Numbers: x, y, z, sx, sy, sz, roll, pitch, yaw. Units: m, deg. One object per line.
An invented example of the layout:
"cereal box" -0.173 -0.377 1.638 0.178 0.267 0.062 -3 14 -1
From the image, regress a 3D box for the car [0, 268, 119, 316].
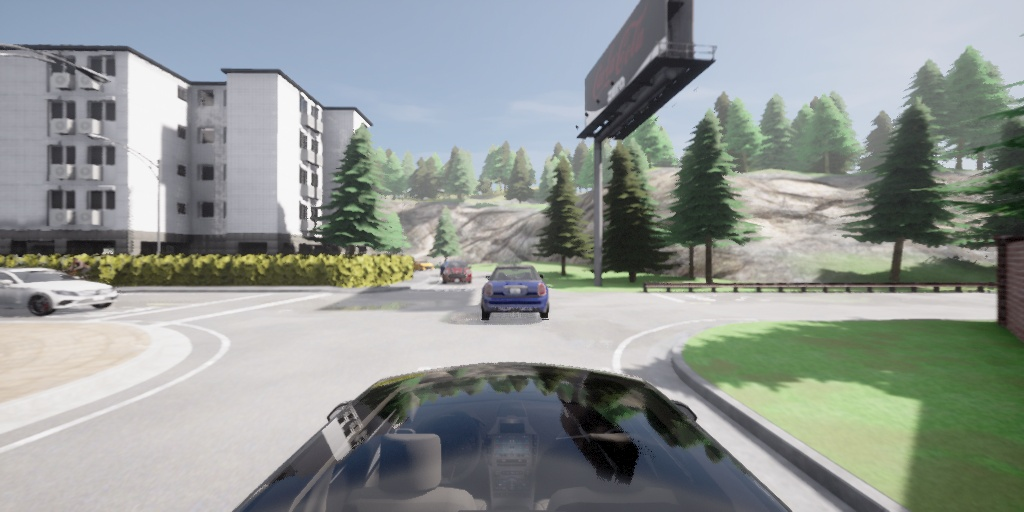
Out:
"car" -15.844 1.111 11.700 4.674 1.442 1.812 0 0 -1

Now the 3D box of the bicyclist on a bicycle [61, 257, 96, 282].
"bicyclist on a bicycle" -23.047 0.894 19.058 0.582 1.620 1.656 0 0 -1

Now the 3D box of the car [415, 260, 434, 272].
"car" -12.371 1.279 48.990 1.882 1.535 5.008 0 0 -37

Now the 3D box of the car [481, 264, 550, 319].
"car" 0.097 1.064 12.692 2.097 1.767 4.553 0 0 0

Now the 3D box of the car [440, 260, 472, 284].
"car" -4.114 1.130 27.233 2.097 1.767 4.553 0 0 -8
